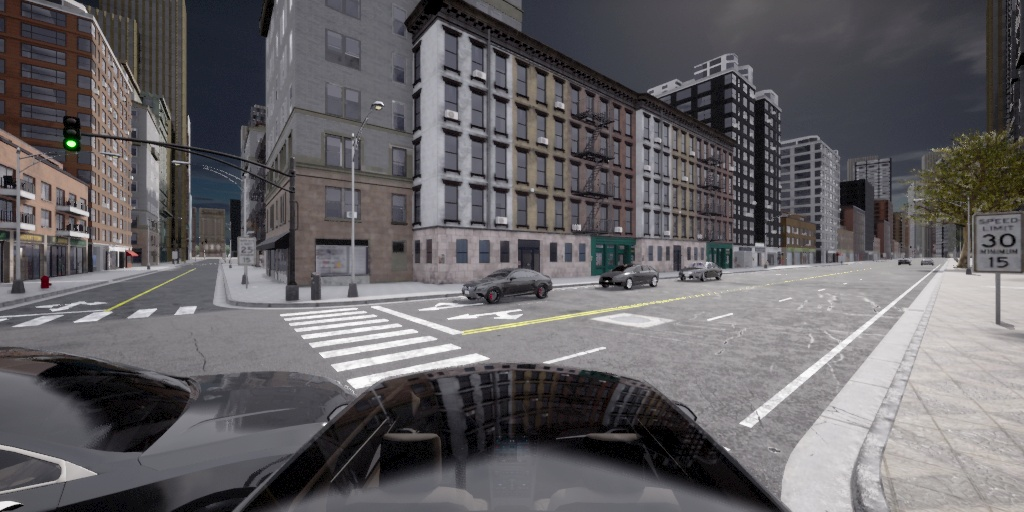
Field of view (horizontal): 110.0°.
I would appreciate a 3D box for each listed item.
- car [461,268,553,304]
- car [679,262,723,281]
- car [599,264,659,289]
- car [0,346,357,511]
[{"bbox_3d":[-0.109,1.286,16.706,4.674,1.442,1.812,0,0,-39],"label":"car"},{"bbox_3d":[15.538,1.235,29.467,4.902,1.511,2.128,0,0,-39],"label":"car"},{"bbox_3d":[7.556,1.258,22.963,4.892,1.490,1.837,0,0,-39],"label":"car"},{"bbox_3d":[-3.229,1.257,1.721,4.892,1.490,1.837,0,0,-35],"label":"car"}]
